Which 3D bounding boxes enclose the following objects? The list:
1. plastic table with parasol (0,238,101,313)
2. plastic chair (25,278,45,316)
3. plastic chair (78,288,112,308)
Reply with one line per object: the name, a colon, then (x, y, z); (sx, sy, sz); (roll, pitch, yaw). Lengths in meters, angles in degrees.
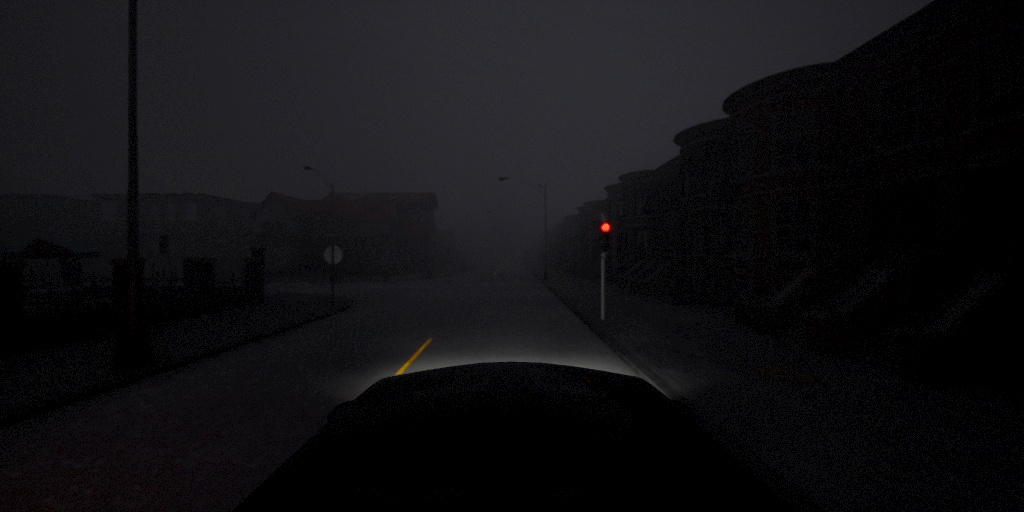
plastic table with parasol: (-14.082, 0.712, 10.661); (2.482, 2.480, 2.482); (0, 0, -40)
plastic chair: (-13.345, 1.318, 9.640); (0.750, 1.272, 0.730); (0, 0, -40)
plastic chair: (-13.051, 1.314, 11.405); (0.730, 1.272, 0.750); (0, 0, -40)
